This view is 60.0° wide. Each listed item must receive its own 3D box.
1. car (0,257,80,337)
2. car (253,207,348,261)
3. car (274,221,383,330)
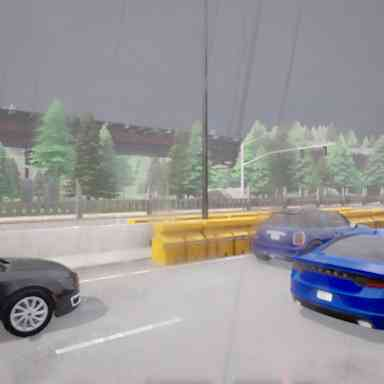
[{"bbox_3d":[-4.235,1.505,5.025,4.892,1.490,1.837,0,0,-35],"label":"car"},{"bbox_3d":[4.185,1.347,11.037,4.553,1.767,2.097,0,0,-36],"label":"car"},{"bbox_3d":[4.091,1.474,6.669,5.008,1.535,1.882,0,0,-36],"label":"car"}]
